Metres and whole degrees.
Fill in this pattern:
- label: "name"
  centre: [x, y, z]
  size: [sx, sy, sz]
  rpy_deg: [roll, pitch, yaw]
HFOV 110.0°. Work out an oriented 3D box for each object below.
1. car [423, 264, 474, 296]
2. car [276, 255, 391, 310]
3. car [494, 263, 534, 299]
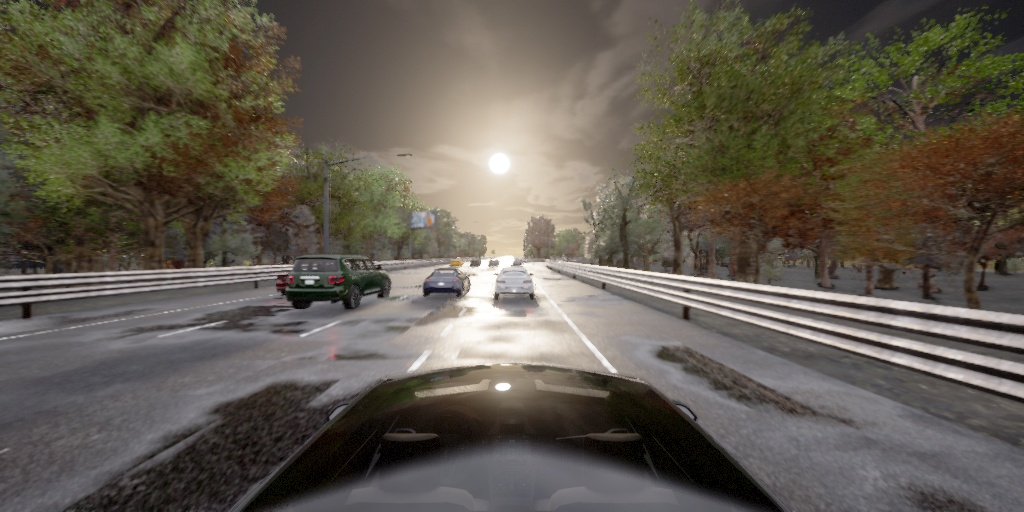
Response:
- label: "car"
  centre: [-3.404, 1.315, 19.256]
  size: [1.994, 1.385, 4.181]
  rpy_deg: [0, 0, 0]
- label: "car"
  centre: [-6.899, 0.972, 14.899]
  size: [2.150, 2.045, 5.566]
  rpy_deg: [0, 0, 0]
- label: "car"
  centre: [0.099, 1.276, 18.019]
  size: [1.812, 1.442, 4.674]
  rpy_deg: [0, 0, 0]
